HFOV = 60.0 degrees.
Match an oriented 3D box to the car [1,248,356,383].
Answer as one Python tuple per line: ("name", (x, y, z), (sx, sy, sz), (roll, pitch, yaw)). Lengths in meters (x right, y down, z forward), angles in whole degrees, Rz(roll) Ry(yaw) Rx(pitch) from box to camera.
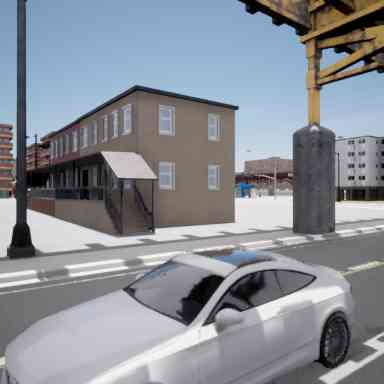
("car", (0.273, 1.526, 4.215), (4.674, 1.442, 1.812), (0, 0, -36))
